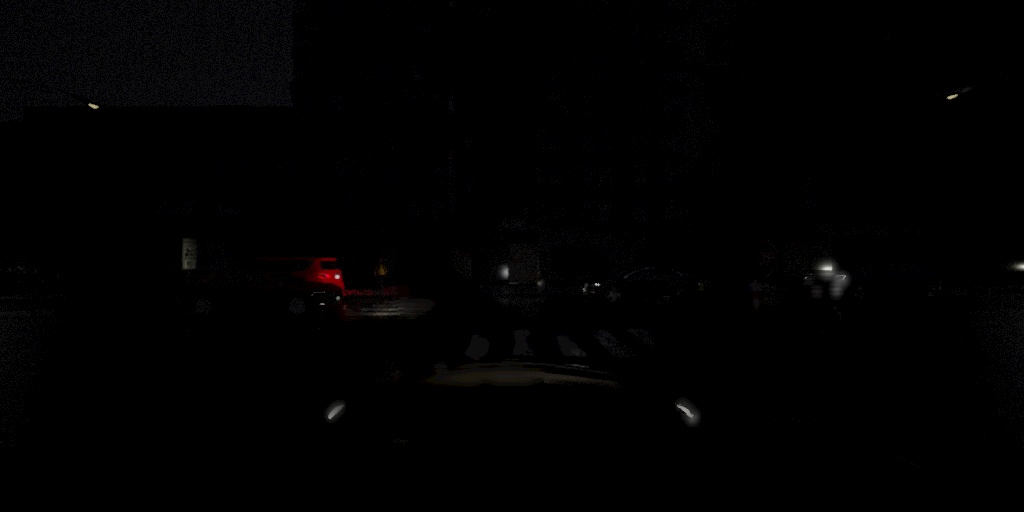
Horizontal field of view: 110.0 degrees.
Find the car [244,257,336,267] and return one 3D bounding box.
[{"bbox_3d":[-10.632,1.086,16.145,5.566,2.045,2.150,-1,-1,-4],"label":"car"}]

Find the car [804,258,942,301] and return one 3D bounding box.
[{"bbox_3d":[15.499,0.959,15.605,4.553,1.767,2.097,0,-1,0],"label":"car"}]

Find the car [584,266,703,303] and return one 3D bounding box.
[{"bbox_3d":[5.630,1.188,15.625,4.902,1.511,2.128,0,-1,0],"label":"car"}]

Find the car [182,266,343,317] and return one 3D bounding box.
[{"bbox_3d":[-8.662,1.262,12.703,5.008,1.535,1.882,-1,-1,0],"label":"car"}]

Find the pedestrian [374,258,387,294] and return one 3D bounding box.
[{"bbox_3d":[-6.854,1.007,18.566,0.375,1.860,0.375,0,0,0],"label":"pedestrian"}]
